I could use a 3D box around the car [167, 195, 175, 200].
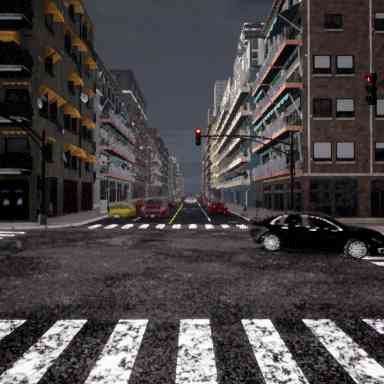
[{"bbox_3d":[-6.001,1.587,94.323,2.008,1.369,4.403,1,0,0],"label":"car"}]

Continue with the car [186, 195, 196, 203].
[{"bbox_3d":[-0.235,1.478,69.837,2.128,1.511,4.902,0,0,0],"label":"car"}]

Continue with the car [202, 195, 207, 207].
[{"bbox_3d":[2.567,1.450,39.103,1.967,1.590,4.097,1,0,0],"label":"car"}]

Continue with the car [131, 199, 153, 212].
[{"bbox_3d":[-5.815,1.554,39.089,1.887,1.381,4.507,1,0,0],"label":"car"}]

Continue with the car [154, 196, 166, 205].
[{"bbox_3d":[-5.889,1.543,61.013,1.752,1.417,4.829,1,0,0],"label":"car"}]

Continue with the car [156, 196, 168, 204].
[{"bbox_3d":[-5.908,1.571,66.706,2.008,1.369,4.403,1,0,0],"label":"car"}]

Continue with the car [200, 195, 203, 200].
[{"bbox_3d":[2.528,1.596,50.150,1.802,1.307,4.206,1,0,0],"label":"car"}]

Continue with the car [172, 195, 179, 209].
[{"bbox_3d":[-3.256,1.559,46.754,2.033,1.411,5.357,0,0,0],"label":"car"}]

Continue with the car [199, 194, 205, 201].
[{"bbox_3d":[2.724,1.380,81.893,2.097,1.767,4.553,0,0,0],"label":"car"}]

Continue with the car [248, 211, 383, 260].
[{"bbox_3d":[4.613,1.535,12.691,4.892,1.490,1.837,1,2,24],"label":"car"}]

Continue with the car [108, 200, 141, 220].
[{"bbox_3d":[-5.776,1.532,27.872,1.752,1.417,4.829,1,0,0],"label":"car"}]

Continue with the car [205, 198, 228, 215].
[{"bbox_3d":[2.585,1.553,33.579,1.887,1.381,4.507,1,0,0],"label":"car"}]

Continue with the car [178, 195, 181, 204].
[{"bbox_3d":[-3.216,1.382,64.031,2.097,1.767,4.553,0,0,0],"label":"car"}]

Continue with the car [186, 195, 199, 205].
[{"bbox_3d":[-0.201,1.618,59.861,1.895,1.301,4.718,0,0,0],"label":"car"}]

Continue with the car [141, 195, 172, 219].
[{"bbox_3d":[-3.183,1.360,28.927,2.097,1.767,4.553,0,0,-1],"label":"car"}]

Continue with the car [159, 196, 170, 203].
[{"bbox_3d":[-5.927,1.568,72.230,1.887,1.381,4.507,1,0,0],"label":"car"}]
